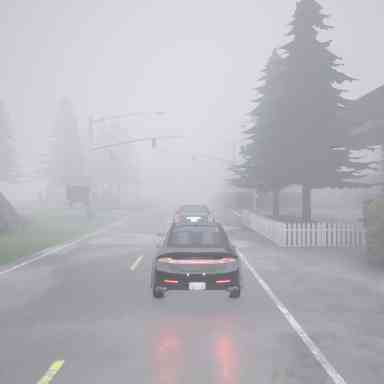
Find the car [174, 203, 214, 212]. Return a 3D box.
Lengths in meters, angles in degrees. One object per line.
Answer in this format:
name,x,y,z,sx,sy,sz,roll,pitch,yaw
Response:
car,0.088,1.352,17.613,2.097,1.767,4.553,0,0,0

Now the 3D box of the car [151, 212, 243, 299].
car,0.094,1.492,8.460,2.128,1.511,4.902,0,0,0
